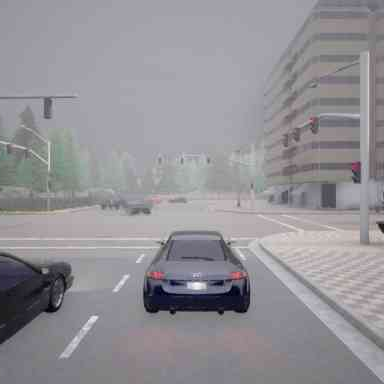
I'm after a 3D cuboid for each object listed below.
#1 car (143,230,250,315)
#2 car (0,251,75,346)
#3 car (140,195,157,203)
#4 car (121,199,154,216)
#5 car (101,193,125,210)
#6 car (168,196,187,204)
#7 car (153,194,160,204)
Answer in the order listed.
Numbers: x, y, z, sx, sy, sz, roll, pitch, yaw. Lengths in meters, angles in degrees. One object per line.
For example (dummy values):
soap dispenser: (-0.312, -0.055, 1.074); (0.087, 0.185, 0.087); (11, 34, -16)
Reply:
car: (0.092, 1.564, 7.656); (1.994, 1.385, 4.181); (0, 0, 0)
car: (-3.427, 1.547, 4.622); (2.033, 1.411, 5.357); (0, 0, 0)
car: (-6.829, 1.547, 48.272); (2.033, 1.411, 5.357); (0, 0, 3)
car: (-5.432, 1.635, 32.676); (1.895, 1.301, 4.718); (0, 0, -20)
car: (-10.416, 1.217, 44.445); (2.150, 2.045, 5.566); (0, 1, 2)
car: (-2.791, 1.477, 65.078); (1.882, 1.535, 5.008); (0, 0, 26)
car: (-7.804, 1.351, 61.890); (2.097, 1.767, 4.553); (0, 0, 20)
